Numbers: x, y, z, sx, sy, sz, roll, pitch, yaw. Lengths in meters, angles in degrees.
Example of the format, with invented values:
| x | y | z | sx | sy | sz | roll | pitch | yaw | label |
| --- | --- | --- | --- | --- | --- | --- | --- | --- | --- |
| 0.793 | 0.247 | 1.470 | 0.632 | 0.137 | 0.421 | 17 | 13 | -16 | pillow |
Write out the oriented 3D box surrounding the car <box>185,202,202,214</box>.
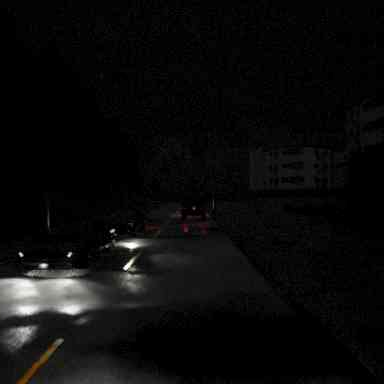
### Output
| x | y | z | sx | sy | sz | roll | pitch | yaw | label |
| --- | --- | --- | --- | --- | --- | --- | --- | --- | --- |
| 0.163 | 1.995 | 42.592 | 2.033 | 1.411 | 5.357 | 0 | -1 | 0 | car |

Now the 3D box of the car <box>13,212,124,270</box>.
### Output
| x | y | z | sx | sy | sz | roll | pitch | yaw | label |
| --- | --- | --- | --- | --- | --- | --- | --- | --- | --- |
| -4.078 | 1.671 | 11.800 | 2.033 | 1.411 | 5.357 | 0 | -1 | 0 | car |

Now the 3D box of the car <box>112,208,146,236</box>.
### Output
| x | y | z | sx | sy | sz | roll | pitch | yaw | label |
| --- | --- | --- | --- | --- | --- | --- | --- | --- | --- |
| -3.972 | 1.707 | 19.861 | 1.882 | 1.535 | 5.008 | 0 | -1 | 0 | car |

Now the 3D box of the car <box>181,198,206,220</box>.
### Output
| x | y | z | sx | sy | sz | roll | pitch | yaw | label |
| --- | --- | --- | --- | --- | --- | --- | --- | --- | --- |
| 0.147 | 1.553 | 31.545 | 2.150 | 2.045 | 5.566 | 0 | -1 | 0 | car |
